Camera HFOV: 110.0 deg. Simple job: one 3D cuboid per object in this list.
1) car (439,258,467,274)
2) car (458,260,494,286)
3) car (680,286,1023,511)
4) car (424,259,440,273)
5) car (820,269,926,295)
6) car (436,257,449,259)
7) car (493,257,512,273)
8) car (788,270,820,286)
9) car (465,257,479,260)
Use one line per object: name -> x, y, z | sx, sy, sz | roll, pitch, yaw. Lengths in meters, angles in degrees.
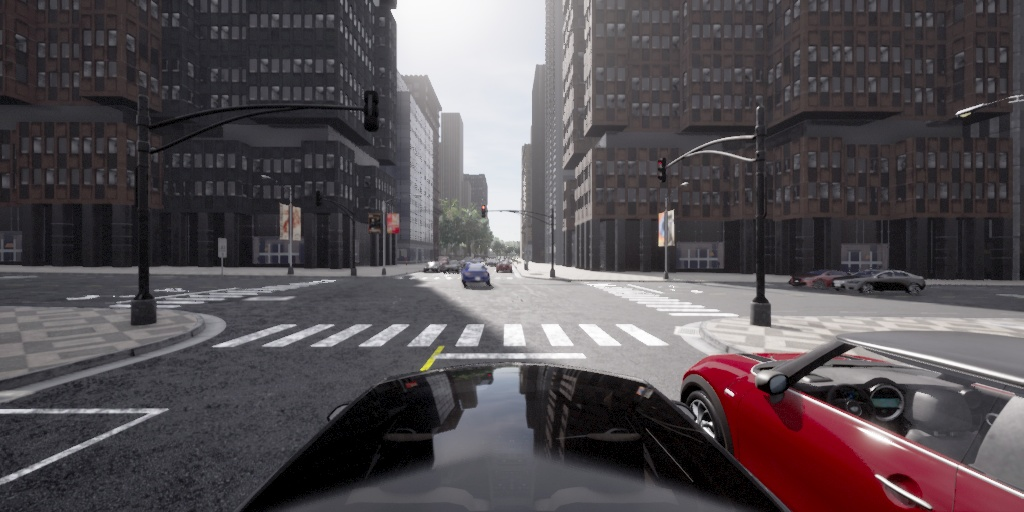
car -> -6.756, 1.252, 41.411 | 1.837, 1.490, 4.892 | 0, 0, -1
car -> -2.571, 1.259, 24.983 | 1.812, 1.442, 4.674 | 1, 0, -10
car -> 2.760, 1.190, 2.240 | 1.967, 1.591, 4.097 | 0, 0, 0
car -> -9.454, 1.317, 43.485 | 1.948, 1.339, 4.313 | 0, 0, -1
car -> 22.920, 1.594, 22.543 | 4.902, 1.511, 2.128 | 1, 0, -1
car -> -9.531, 1.078, 48.910 | 2.192, 1.841, 5.009 | 0, 0, -1
car -> -0.930, 1.191, 43.604 | 1.967, 1.591, 4.097 | 0, 0, -1
car -> 22.457, 1.656, 25.787 | 4.181, 1.385, 1.994 | 1, 0, -1
car -> -6.974, 1.329, 57.604 | 2.033, 1.411, 5.357 | 0, 0, -1
